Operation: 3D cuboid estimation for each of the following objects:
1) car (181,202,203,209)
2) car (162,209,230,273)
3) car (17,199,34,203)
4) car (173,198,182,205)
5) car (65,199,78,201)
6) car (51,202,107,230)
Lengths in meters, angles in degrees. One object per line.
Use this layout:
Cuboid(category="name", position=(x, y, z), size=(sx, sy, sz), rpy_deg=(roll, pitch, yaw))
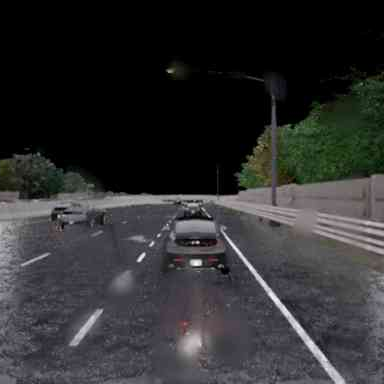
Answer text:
Cuboid(category="car", position=(0.104, 1.737, 34.157), size=(1.812, 1.442, 4.674), rpy_deg=(0, -1, 0))
Cuboid(category="car", position=(0.101, 1.518, 10.694), size=(1.837, 1.490, 4.892), rpy_deg=(0, 0, 0))
Cuboid(category="car", position=(-31.494, 2.160, 62.929), size=(2.128, 1.511, 4.902), rpy_deg=(0, -1, 0))
Cuboid(category="car", position=(-3.492, 2.310, 82.890), size=(2.097, 1.767, 4.553), rpy_deg=(0, -1, 0))
Cuboid(category="car", position=(-10.397, 1.649, 28.528), size=(1.837, 1.490, 4.892), rpy_deg=(0, -1, 0))
Cuboid(category="car", position=(-6.897, 1.568, 21.470), size=(2.128, 1.511, 4.902), rpy_deg=(0, 0, 0))
